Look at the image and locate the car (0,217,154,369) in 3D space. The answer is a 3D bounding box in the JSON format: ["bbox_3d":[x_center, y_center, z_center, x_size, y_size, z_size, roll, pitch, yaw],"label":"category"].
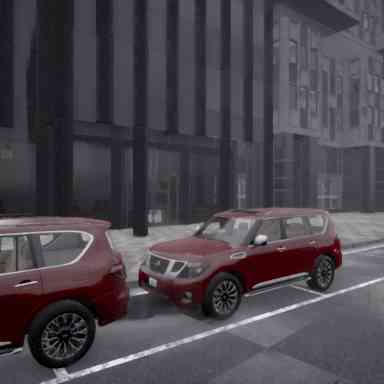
[{"bbox_3d":[-3.254,1.315,4.211,5.009,1.841,2.192,0,0,-35],"label":"car"}]

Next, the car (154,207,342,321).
[{"bbox_3d":[1.343,1.314,7.479,5.009,1.841,2.192,0,0,-35],"label":"car"}]
